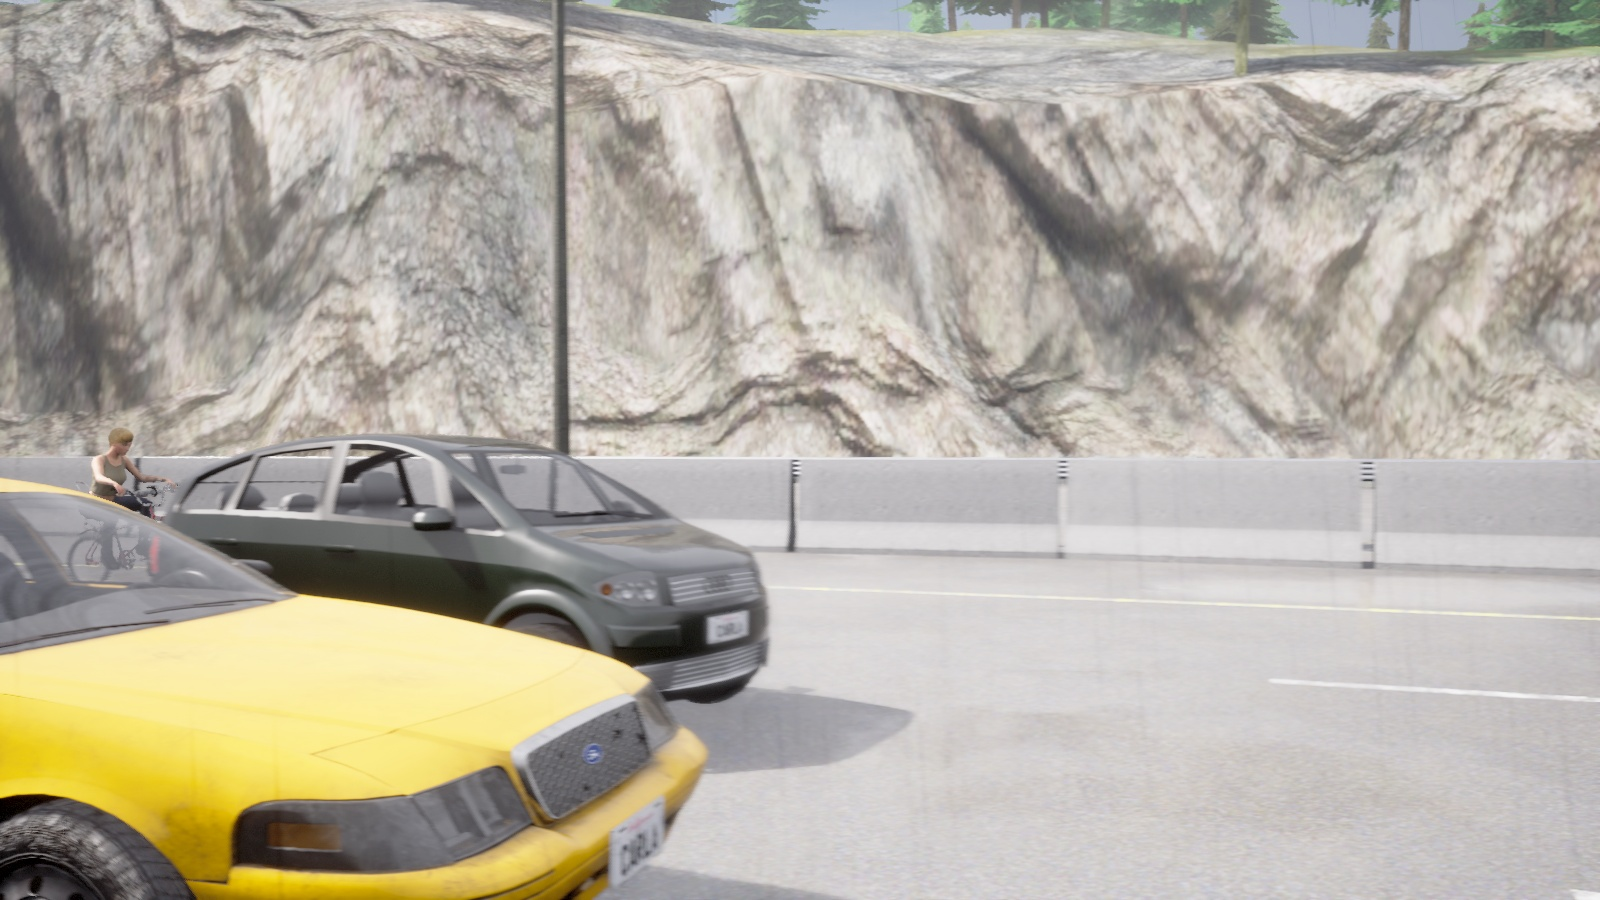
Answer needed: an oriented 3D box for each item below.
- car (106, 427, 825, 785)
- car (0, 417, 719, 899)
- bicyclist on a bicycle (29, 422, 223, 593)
[{"bbox_3d":[-1.927,0.680,7.147,3.705,1.549,1.789,1,-1,28],"label":"car"},{"bbox_3d":[-3.109,0.685,4.226,5.366,1.575,1.801,0,1,17],"label":"car"},{"bbox_3d":[-6.687,0.533,12.493,1.509,1.612,0.866,0,1,14],"label":"bicyclist on a bicycle"}]
